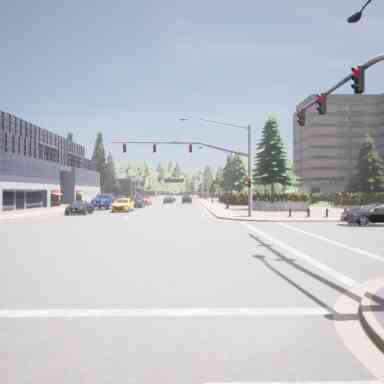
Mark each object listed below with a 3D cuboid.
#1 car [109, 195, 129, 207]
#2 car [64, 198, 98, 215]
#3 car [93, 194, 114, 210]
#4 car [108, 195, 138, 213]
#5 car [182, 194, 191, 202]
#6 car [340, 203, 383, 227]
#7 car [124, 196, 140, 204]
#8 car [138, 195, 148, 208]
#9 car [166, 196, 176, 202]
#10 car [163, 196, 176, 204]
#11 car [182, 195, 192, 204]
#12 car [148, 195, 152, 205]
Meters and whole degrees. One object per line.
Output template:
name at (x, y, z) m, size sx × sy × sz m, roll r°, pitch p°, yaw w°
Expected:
car at (-11.492, 1.352, 52.722) m, size 2.097 × 1.767 × 4.553 m, roll 0°, pitch 0°, yaw -1°
car at (-11.238, 1.564, 33.469) m, size 1.994 × 1.385 × 4.181 m, roll 0°, pitch 0°, yaw -1°
car at (-11.370, 1.221, 42.822) m, size 2.150 × 2.045 × 5.566 m, roll 0°, pitch 0°, yaw -1°
car at (-7.802, 1.478, 37.861) m, size 1.882 × 1.535 × 5.008 m, roll 0°, pitch 0°, yaw -1°
car at (-1.204, 1.355, 75.018) m, size 2.097 × 1.767 × 4.553 m, roll 0°, pitch 0°, yaw -1°
car at (12.505, 1.492, 22.232) m, size 4.902 × 1.511 × 2.128 m, roll 0°, pitch 0°, yaw -1°
car at (-11.594, 1.492, 64.366) m, size 2.128 × 1.511 × 4.902 m, roll 0°, pitch 0°, yaw 0°
car at (-7.924, 1.352, 47.097) m, size 2.097 × 1.767 × 4.553 m, roll 0°, pitch 0°, yaw -1°
car at (-4.709, 1.510, 75.265) m, size 1.895 × 1.301 × 4.718 m, roll 0°, pitch 0°, yaw -1°
car at (-4.565, 1.547, 64.629) m, size 2.033 × 1.411 × 5.357 m, roll 0°, pitch 0°, yaw -1°
car at (-0.968, 1.505, 64.953) m, size 1.837 × 1.490 × 4.892 m, roll 0°, pitch 0°, yaw -1°
car at (-8.044, 1.352, 57.212) m, size 2.097 × 1.767 × 4.553 m, roll 0°, pitch 0°, yaw -1°
